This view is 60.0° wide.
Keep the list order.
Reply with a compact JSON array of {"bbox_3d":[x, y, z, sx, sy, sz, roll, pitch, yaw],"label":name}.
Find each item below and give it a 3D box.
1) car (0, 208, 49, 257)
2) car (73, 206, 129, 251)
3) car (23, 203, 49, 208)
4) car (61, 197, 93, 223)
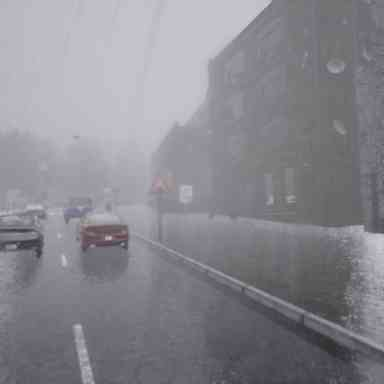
[{"bbox_3d":[-6.879,1.615,13.227,2.128,1.511,4.902,1,0,-22],"label":"car"},{"bbox_3d":[-4.175,1.629,15.199,1.882,1.535,5.008,1,0,-22],"label":"car"},{"bbox_3d":[-12.876,1.662,27.420,1.812,1.442,4.674,1,0,-22],"label":"car"},{"bbox_3d":[-9.373,1.390,27.443,2.150,2.045,5.566,1,0,-23],"label":"car"}]
